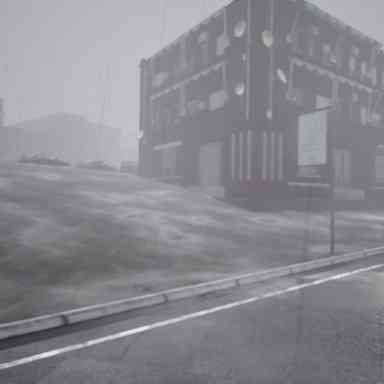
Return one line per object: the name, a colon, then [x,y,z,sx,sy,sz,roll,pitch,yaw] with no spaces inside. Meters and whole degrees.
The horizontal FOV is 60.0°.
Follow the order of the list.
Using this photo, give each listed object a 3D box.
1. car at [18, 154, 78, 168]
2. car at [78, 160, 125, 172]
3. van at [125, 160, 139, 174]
car: [-13.398,-2.716,30.573,2.002,1.452,4.674,0,-2,41]
car: [-9.838,-2.522,34.817,2.002,1.452,4.674,0,-2,40]
van: [-6.253,-2.566,39.219,1.878,1.987,4.442,0,-2,39]
